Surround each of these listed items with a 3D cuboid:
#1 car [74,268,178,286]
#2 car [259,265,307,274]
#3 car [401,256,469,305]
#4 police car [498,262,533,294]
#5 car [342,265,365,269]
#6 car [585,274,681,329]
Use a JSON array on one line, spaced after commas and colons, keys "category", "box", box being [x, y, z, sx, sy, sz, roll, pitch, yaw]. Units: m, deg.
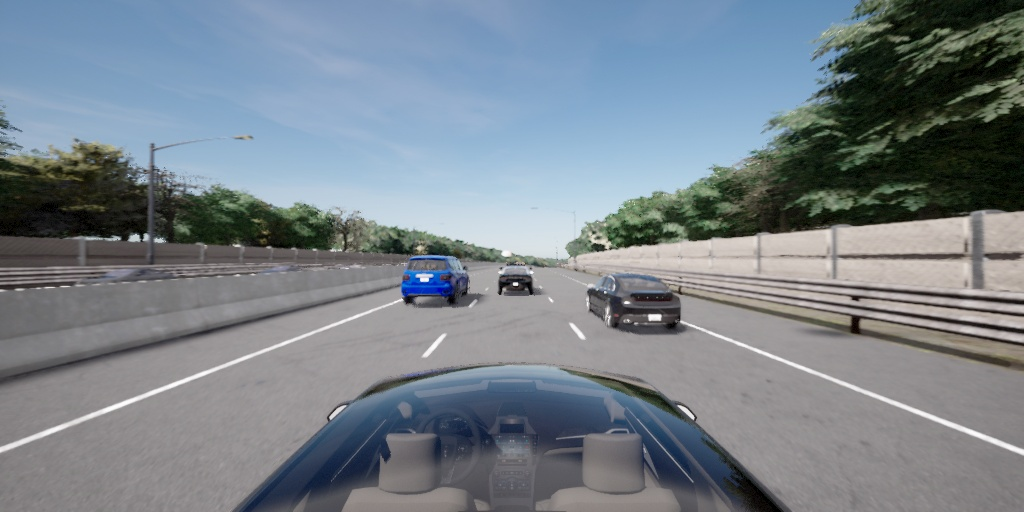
[{"category": "car", "box": [-20.954, 1.360, 19.735, 1.994, 1.385, 4.181, 0, 0, 1]}, {"category": "car", "box": [-17.318, 1.410, 27.300, 1.994, 1.385, 4.181, 0, 0, 1]}, {"category": "car", "box": [-3.363, 1.031, 16.617, 2.150, 2.045, 5.566, 0, 0, 1]}, {"category": "police car", "box": [0.233, 1.268, 21.329, 1.930, 1.638, 5.238, 0, 0, 1]}, {"category": "car", "box": [-13.747, 1.472, 30.849, 1.895, 1.301, 4.718, 0, 0, 2]}, {"category": "car", "box": [3.618, 1.300, 11.439, 1.837, 1.490, 4.892, 0, 0, 1]}]
